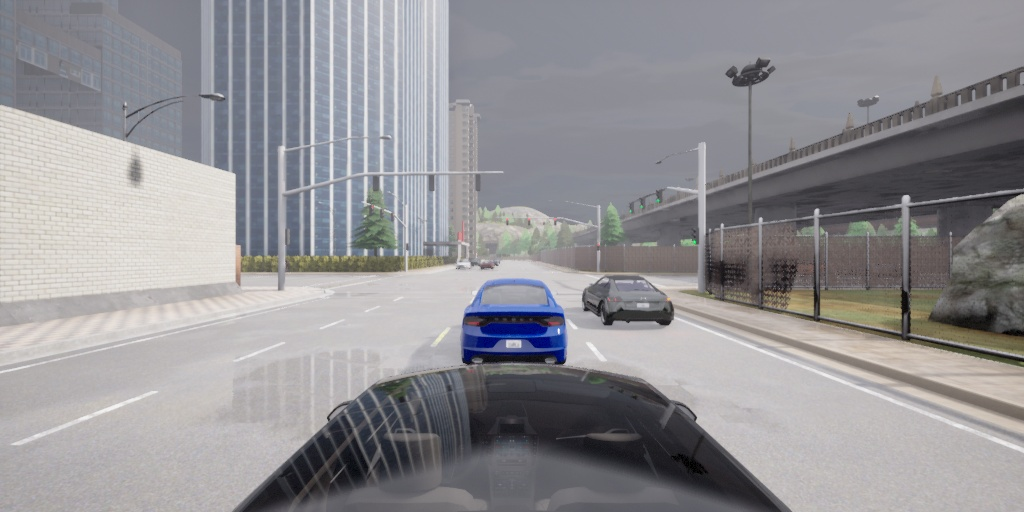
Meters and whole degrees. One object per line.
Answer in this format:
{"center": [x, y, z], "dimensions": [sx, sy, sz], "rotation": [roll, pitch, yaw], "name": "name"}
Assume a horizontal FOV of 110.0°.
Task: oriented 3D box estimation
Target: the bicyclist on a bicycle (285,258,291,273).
{"center": [-25.301, 1.101, 40.213], "dimensions": [0.582, 1.620, 1.656], "rotation": [0, 0, 0], "name": "bicyclist on a bicycle"}

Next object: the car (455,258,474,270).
{"center": [-7.082, 1.269, 52.678], "dimensions": [1.812, 1.442, 4.674], "rotation": [0, 0, 0], "name": "car"}

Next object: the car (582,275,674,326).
{"center": [3.574, 1.313, 11.751], "dimensions": [1.994, 1.385, 4.181], "rotation": [0, 0, 0], "name": "car"}

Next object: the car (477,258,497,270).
{"center": [-3.585, 1.344, 52.212], "dimensions": [1.895, 1.301, 4.718], "rotation": [0, 0, 0], "name": "car"}

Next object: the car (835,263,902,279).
{"center": [32.217, 1.349, 32.050], "dimensions": [5.357, 1.411, 2.033], "rotation": [0, 0, 0], "name": "car"}

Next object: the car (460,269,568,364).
{"center": [0.053, 1.227, 8.090], "dimensions": [1.882, 1.535, 5.008], "rotation": [0, 0, 1], "name": "car"}

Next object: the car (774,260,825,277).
{"center": [28.305, 1.153, 35.541], "dimensions": [4.553, 1.767, 2.097], "rotation": [0, 0, 0], "name": "car"}
